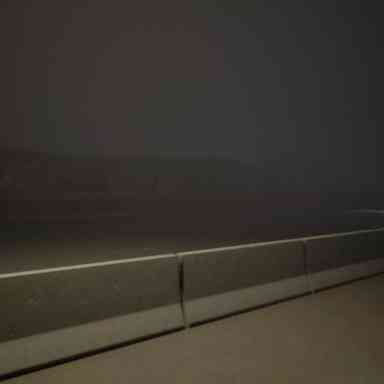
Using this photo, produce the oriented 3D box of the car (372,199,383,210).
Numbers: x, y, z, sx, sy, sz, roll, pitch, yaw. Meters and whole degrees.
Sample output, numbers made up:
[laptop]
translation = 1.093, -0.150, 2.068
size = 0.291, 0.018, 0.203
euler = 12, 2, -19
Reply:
[car]
translation = 25.897, 1.645, 44.399
size = 4.892, 1.490, 1.837
euler = 1, -1, -39
